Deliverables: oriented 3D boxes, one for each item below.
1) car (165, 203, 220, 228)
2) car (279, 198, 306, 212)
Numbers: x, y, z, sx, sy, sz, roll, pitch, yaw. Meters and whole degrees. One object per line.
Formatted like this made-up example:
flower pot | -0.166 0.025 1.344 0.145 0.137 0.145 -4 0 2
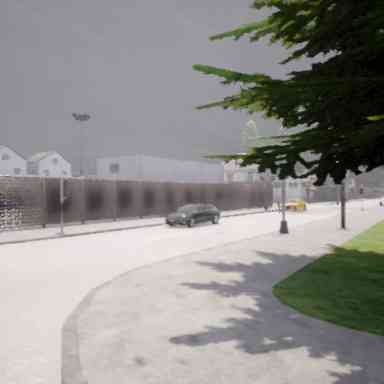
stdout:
car | 0.136 1.539 22.749 1.837 1.490 4.892 0 1 36
car | 11.887 1.515 39.094 1.882 1.535 5.008 0 0 36
